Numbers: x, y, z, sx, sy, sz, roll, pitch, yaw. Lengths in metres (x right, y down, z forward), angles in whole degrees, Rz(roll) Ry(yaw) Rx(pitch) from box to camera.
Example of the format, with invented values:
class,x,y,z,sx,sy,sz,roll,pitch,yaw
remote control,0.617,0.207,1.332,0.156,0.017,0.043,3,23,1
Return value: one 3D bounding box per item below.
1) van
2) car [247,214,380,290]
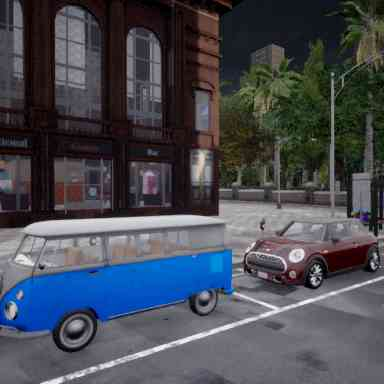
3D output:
class,x,y,z,sx,sy,sz,roll,pitch,yaw
van,-1.114,1.341,5.866,3.998,1.788,1.690,0,0,-36
car,3.287,1.438,9.040,4.097,1.590,1.967,0,0,-36
